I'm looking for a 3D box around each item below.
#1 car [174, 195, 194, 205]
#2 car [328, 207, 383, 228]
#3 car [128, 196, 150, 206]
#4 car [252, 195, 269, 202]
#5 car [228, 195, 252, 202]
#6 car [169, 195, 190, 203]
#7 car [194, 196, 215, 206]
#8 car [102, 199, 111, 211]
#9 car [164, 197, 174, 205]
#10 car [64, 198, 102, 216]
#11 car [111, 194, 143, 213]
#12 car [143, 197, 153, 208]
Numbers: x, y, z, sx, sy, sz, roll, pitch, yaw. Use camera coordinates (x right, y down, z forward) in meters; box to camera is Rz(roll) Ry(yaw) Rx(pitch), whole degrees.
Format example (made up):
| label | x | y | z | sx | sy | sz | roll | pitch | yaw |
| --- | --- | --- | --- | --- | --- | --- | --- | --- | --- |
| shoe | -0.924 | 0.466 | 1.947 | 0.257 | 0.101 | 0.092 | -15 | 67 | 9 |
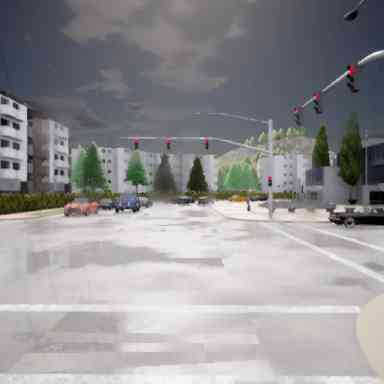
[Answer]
| label | x | y | z | sx | sy | sz | roll | pitch | yaw |
| --- | --- | --- | --- | --- | --- | --- | --- | --- | --- |
| car | -0.796 | 1.458 | 56.818 | 1.882 | 1.535 | 5.008 | 0 | 0 | 19 |
| car | 11.289 | 1.593 | 21.253 | 4.718 | 1.301 | 1.895 | 0 | 0 | 3 |
| car | -8.705 | 1.507 | 55.511 | 1.812 | 1.442 | 4.674 | 0 | 0 | 16 |
| car | 14.921 | 1.500 | 73.080 | 4.902 | 1.511 | 2.128 | 0 | 0 | -36 |
| car | 10.257 | 1.452 | 73.742 | 5.008 | 1.535 | 1.882 | 0 | 0 | -39 |
| car | -2.504 | 1.465 | 69.497 | 2.128 | 1.511 | 4.902 | 0 | 0 | 31 |
| car | 2.367 | 1.486 | 55.361 | 1.837 | 1.490 | 4.892 | -1 | 0 | 19 |
| car | -10.566 | 1.533 | 41.410 | 2.033 | 1.411 | 5.357 | 0 | 0 | 0 |
| car | -3.357 | 1.580 | 60.276 | 1.895 | 1.301 | 4.718 | 0 | 0 | 24 |
| car | -10.555 | 1.341 | 31.938 | 2.097 | 1.767 | 4.553 | 0 | 0 | 1 |
| car | -7.131 | 1.209 | 37.236 | 2.150 | 2.045 | 5.566 | 0 | 0 | -3 |
| car | -6.733 | 1.510 | 46.740 | 1.812 | 1.442 | 4.674 | 0 | 0 | 5 |
